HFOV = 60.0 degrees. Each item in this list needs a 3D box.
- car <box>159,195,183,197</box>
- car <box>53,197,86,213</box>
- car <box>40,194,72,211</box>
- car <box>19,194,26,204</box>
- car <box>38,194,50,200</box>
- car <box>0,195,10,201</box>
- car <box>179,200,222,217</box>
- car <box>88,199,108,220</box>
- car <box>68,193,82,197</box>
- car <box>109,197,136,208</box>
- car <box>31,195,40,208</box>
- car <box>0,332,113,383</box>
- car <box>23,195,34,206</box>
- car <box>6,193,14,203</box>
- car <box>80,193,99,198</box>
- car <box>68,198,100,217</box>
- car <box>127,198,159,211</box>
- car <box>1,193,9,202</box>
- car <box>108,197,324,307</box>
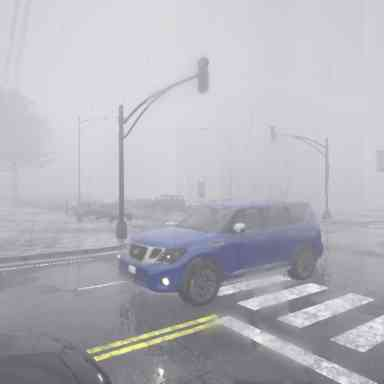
[{"bbox_3d":[-2.627,1.196,35.354,2.192,1.841,5.009,0,0,-36],"label":"car"},{"bbox_3d":[-12.838,1.491,34.865,1.802,1.307,4.206,0,0,-36],"label":"car"},{"bbox_3d":[-16.172,1.333,39.412,1.967,1.590,4.097,0,0,-36],"label":"car"},{"bbox_3d":[-26.176,1.421,53.057,1.947,1.339,4.313,0,0,-36],"label":"car"},{"bbox_3d":[-36.066,1.288,80.967,1.752,1.417,4.829,0,0,-36],"label":"car"},{"bbox_3d":[-42.847,1.390,75.797,1.802,1.307,4.206,0,0,-36],"label":"car"},{"bbox_3d":[0.708,1.482,30.807,1.802,1.307,4.206,0,0,-36],"label":"car"},{"bbox_3d":[-6.169,1.512,25.768,1.947,1.339,4.313,0,0,-36],"label":"car"},{"bbox_3d":[-19.297,1.124,58.091,2.192,1.841,5.009,0,0,-36],"label":"car"},{"bbox_3d":[-9.294,1.413,44.449,1.947,1.339,4.313,0,0,-36],"label":"car"},{"bbox_3d":[-19.507,1.460,43.961,1.802,1.307,4.206,0,0,-36],"label":"car"},{"bbox_3d":[-2.723,1.505,1.487,4.892,1.490,1.837,0,0,-37],"label":"car"},{"bbox_3d":[-22.740,1.391,48.371,1.752,1.417,4.829,0,0,-36],"label":"car"},{"bbox_3d":[-32.845,1.380,62.153,1.887,1.381,4.507,0,0,-36],"label":"car"},{"bbox_3d":[-15.963,1.365,53.544,1.887,1.381,4.507,0,0,-36],"label":"car"},{"bbox_3d":[-9.504,1.492,30.317,1.947,1.339,4.313,0,0,-36],"label":"car"},{"bbox_3d":[-5.961,1.429,39.902,1.947,1.339,4.313,0,0,-36],"label":"car"},{"bbox_3d":[-36.180,1.140,66.701,2.192,1.841,5.009,0,0,-36],"label":"car"},{"bbox_3d":[1.022,1.223,8.379,5.566,2.045,2.150,0,0,-36],"label":"car"}]
